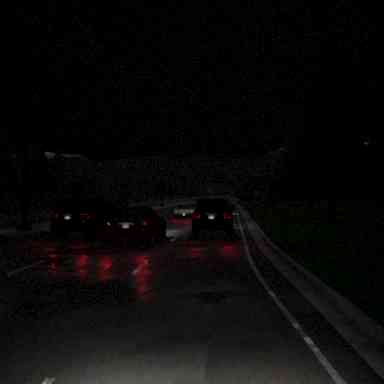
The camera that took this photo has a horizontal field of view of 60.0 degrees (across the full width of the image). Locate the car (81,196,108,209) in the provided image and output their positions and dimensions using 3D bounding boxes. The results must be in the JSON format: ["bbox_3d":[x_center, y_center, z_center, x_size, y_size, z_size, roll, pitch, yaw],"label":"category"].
[{"bbox_3d":[-14.008,1.444,48.017,2.097,1.767,4.553,0,0,7],"label":"car"}]

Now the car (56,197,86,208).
[{"bbox_3d":[-17.487,1.511,48.405,2.128,1.511,4.902,0,0,7],"label":"car"}]

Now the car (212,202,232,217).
[{"bbox_3d":[3.260,1.857,35.842,1.994,1.385,4.181,0,0,7],"label":"car"}]

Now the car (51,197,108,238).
[{"bbox_3d":[-5.789,1.368,18.919,2.150,2.045,5.566,0,0,6],"label":"car"}]

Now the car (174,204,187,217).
[{"bbox_3d":[-0.497,1.874,33.935,1.895,1.301,4.718,0,0,7],"label":"car"}]

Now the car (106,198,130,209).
[{"bbox_3d":[-10.537,1.578,47.567,1.994,1.385,4.181,0,0,7],"label":"car"}]

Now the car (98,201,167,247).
[{"bbox_3d":[-2.551,1.479,15.975,2.097,1.767,4.553,0,0,6],"label":"car"}]

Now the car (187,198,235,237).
[{"bbox_3d":[1.282,1.379,19.257,2.150,2.045,5.566,0,0,7],"label":"car"}]
